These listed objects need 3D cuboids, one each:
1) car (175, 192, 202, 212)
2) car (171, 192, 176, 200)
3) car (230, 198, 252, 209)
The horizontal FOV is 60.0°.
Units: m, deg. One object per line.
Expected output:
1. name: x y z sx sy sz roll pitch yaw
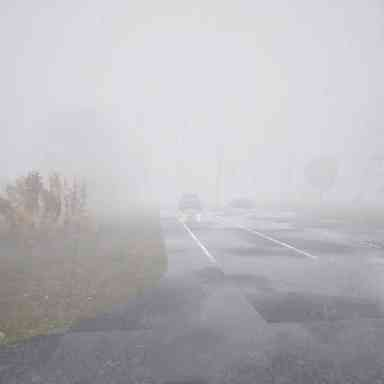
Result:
1. car: -0.282 1.099 36.468 2.150 2.045 5.566 0 0 -6
2. car: -3.621 1.031 78.590 2.097 1.767 4.553 0 0 1
3. car: 6.129 1.382 42.104 1.994 1.385 4.181 0 0 -6
